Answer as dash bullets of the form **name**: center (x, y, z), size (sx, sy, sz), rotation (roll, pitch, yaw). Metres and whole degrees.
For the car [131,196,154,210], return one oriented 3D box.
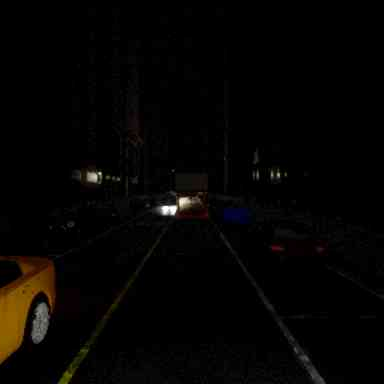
- **car**: center (-5.888, 1.317, 38.277), size (1.887, 1.381, 4.507), rotation (1, 0, 0)

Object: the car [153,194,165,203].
- **car**: center (-5.910, 1.149, 60.604), size (1.752, 1.417, 4.829), rotation (1, 0, 0)

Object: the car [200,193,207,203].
- **car**: center (2.627, 1.250, 49.539), size (2.008, 1.369, 4.403), rotation (1, 0, 0)

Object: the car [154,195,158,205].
- **car**: center (-5.899, 1.250, 49.525), size (2.008, 1.369, 4.403), rotation (1, 0, 0)

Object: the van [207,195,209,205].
- **van**: center (2.645, 1.150, 32.664), size (1.690, 1.788, 3.998), rotation (1, 0, 0)

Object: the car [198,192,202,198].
- **car**: center (2.616, 1.168, 60.787), size (1.887, 1.381, 4.507), rotation (1, 0, 0)

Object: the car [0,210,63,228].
- **car**: center (-5.861, 1.488, 10.155), size (1.887, 1.381, 4.507), rotation (1, 0, 0)

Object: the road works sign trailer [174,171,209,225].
- **road works sign trailer**: center (-0.023, 0.333, 22.867), size (2.380, 3.560, 2.880), rotation (0, 0, 0)

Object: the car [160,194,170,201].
- **car**: center (-5.921, 1.124, 72.023), size (1.802, 1.307, 4.206), rotation (1, 0, 0)

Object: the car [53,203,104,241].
- **car**: center (-5.865, 1.351, 15.778), size (1.967, 1.590, 4.097), rotation (1, 0, 0)

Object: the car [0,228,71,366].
- **car**: center (-3.104, 1.458, 3.331), size (1.882, 1.535, 5.008), rotation (0, 0, 0)

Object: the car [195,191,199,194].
- **car**: center (2.583, 0.917, 94.536), size (1.887, 1.381, 4.507), rotation (1, 0, 0)

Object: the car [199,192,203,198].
- **car**: center (2.621, 1.206, 55.164), size (1.887, 1.381, 4.507), rotation (1, 0, 0)

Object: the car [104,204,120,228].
- **car**: center (-5.872, 1.422, 21.404), size (1.887, 1.381, 4.507), rotation (1, 0, 0)

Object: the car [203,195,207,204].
- **car**: center (2.637, 1.324, 38.290), size (2.008, 1.369, 4.403), rotation (1, 0, 0)

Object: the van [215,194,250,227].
- **van**: center (2.656, 1.219, 21.414), size (1.690, 1.788, 3.998), rotation (1, 0, 0)

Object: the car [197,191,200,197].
- **car**: center (2.605, 1.087, 72.037), size (1.887, 1.381, 4.507), rotation (1, 0, 0)

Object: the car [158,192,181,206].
- **car**: center (-3.127, 1.207, 47.271), size (2.128, 1.511, 4.902), rotation (0, 0, 0)

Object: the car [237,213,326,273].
- **car**: center (2.665, 1.525, 10.167), size (1.802, 1.307, 4.206), rotation (1, 0, 0)

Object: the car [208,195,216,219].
- **car**: center (2.650, 1.284, 27.040), size (1.967, 1.590, 4.097), rotation (1, 0, 0)
